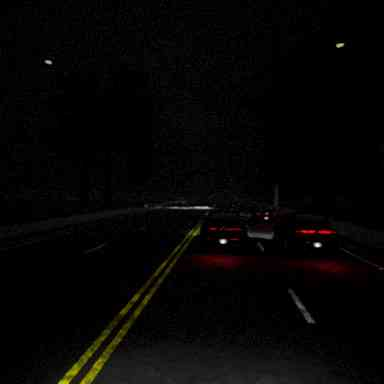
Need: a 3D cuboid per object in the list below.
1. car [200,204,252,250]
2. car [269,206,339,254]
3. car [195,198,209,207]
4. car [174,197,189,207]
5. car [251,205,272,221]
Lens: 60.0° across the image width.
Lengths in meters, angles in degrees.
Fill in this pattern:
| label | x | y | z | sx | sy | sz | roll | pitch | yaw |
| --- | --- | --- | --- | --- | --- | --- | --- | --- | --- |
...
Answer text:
| label | x | y | z | sx | sy | sz | roll | pitch | yaw |
| --- | --- | --- | --- | --- | --- | --- | --- | --- | --- |
| car | 1.390 | 1.529 | 14.524 | 1.837 | 1.490 | 4.892 | 1 | 0 | 6 |
| car | 4.590 | 1.574 | 13.878 | 1.837 | 1.490 | 4.892 | 1 | 0 | 6 |
| car | 1.710 | 1.664 | 52.637 | 1.994 | 1.385 | 4.181 | 1 | 0 | 6 |
| car | -1.646 | 1.574 | 51.745 | 1.812 | 1.442 | 4.674 | 1 | 0 | 6 |
| car | 5.925 | 1.710 | 27.593 | 1.895 | 1.301 | 4.718 | 1 | 0 | 6 |
